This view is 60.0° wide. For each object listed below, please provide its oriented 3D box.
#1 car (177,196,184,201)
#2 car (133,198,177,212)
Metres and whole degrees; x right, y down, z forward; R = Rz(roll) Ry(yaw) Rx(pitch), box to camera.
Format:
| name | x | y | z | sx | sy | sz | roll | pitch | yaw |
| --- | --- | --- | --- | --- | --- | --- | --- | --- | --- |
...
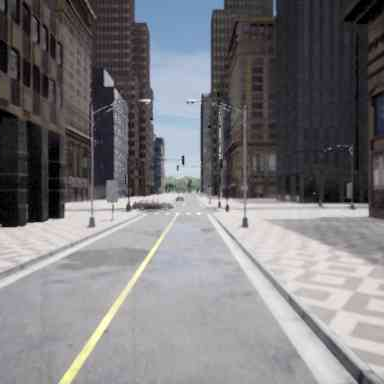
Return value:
| name | x | y | z | sx | sy | sz | roll | pitch | yaw |
| --- | --- | --- | --- | --- | --- | --- | --- | --- | --- |
| car | -3.023 | 1.609 | 83.441 | 1.994 | 1.385 | 4.181 | 0 | 0 | 0 |
| car | -4.678 | 1.623 | 40.326 | 4.902 | 1.511 | 2.128 | 0 | 0 | 0 |
